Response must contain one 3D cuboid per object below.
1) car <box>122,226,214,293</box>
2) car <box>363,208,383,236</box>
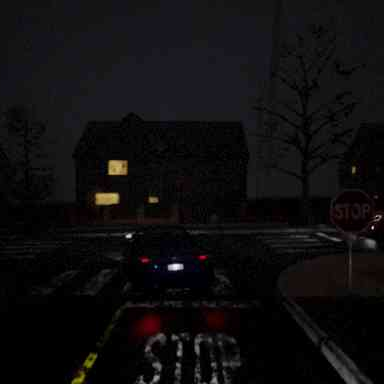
[{"bbox_3d":[-0.851,1.627,9.239,1.994,1.385,4.181,0,0,-14],"label":"car"},{"bbox_3d":[10.336,1.142,16.018,4.553,1.767,2.097,-1,0,0],"label":"car"}]
